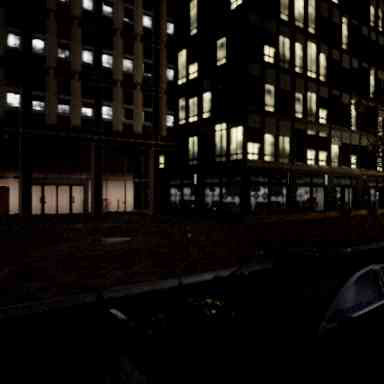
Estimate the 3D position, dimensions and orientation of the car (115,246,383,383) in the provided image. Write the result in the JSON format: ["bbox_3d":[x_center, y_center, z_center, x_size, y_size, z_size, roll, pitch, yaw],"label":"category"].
[{"bbox_3d":[1.489,1.510,4.143,4.902,1.511,2.128,0,0,-36],"label":"car"}]
